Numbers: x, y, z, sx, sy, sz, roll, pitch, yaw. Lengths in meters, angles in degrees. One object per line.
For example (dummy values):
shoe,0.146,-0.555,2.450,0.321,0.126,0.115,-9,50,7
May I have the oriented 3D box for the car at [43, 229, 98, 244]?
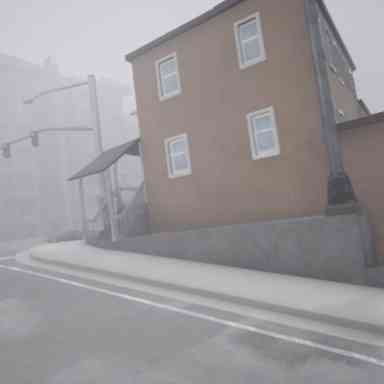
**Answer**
car,-9.899,3.904,27.723,1.837,1.490,4.892,-11,-11,35
